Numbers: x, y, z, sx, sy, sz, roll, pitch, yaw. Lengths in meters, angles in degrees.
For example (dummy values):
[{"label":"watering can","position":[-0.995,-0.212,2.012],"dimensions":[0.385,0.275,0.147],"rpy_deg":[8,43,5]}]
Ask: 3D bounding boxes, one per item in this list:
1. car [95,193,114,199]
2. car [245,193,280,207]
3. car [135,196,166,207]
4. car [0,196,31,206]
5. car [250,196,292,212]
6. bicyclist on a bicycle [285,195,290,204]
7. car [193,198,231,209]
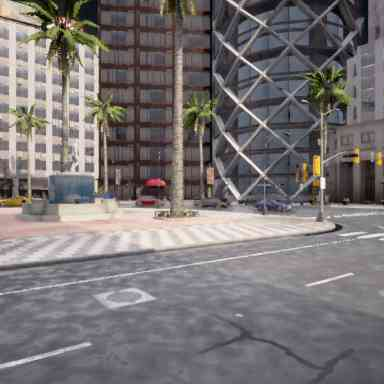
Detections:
[{"label":"car","position":[-16.763,1.225,59.404],"dimensions":[5.566,2.045,2.150],"rpy_deg":[0,0,1]},{"label":"car","position":[10.493,1.221,49.126],"dimensions":[5.566,2.045,2.150],"rpy_deg":[0,0,43]},{"label":"car","position":[-6.209,1.353,50.543],"dimensions":[4.553,1.767,2.097],"rpy_deg":[0,0,16]},{"label":"car","position":[-28.766,1.478,54.459],"dimensions":[5.008,1.535,1.882],"rpy_deg":[0,0,-14]},{"label":"car","position":[9.625,1.526,39.480],"dimensions":[1.812,1.442,4.674],"rpy_deg":[0,0,-39]},{"label":"bicyclist on a bicycle","position":[15.718,1.301,54.602],"dimensions":[0.582,1.620,1.656],"rpy_deg":[0,0,42]},{"label":"car","position":[2.737,1.547,46.229],"dimensions":[5.357,1.411,2.033],"rpy_deg":[0,0,34]}]
